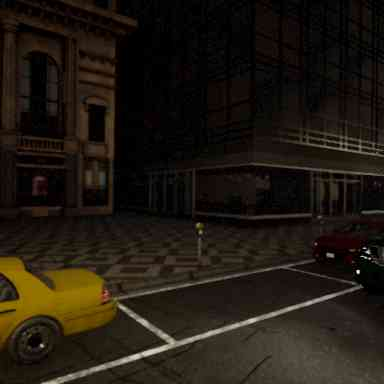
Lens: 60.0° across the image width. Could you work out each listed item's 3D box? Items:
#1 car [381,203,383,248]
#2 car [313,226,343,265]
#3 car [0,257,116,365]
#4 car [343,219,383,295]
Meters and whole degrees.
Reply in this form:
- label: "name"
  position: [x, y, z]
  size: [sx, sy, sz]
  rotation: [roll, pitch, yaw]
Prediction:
- label: "car"
  position: [10.409, 1.382, 14.191]
  size: [5.009, 1.841, 2.192]
  rotation: [0, 0, -36]
- label: "car"
  position: [5.830, 1.591, 10.923]
  size: [4.507, 1.381, 1.887]
  rotation: [0, 0, -36]
- label: "car"
  position: [-3.463, 1.525, 4.285]
  size: [4.829, 1.417, 1.752]
  rotation: [0, 0, -36]
- label: "car"
  position: [6.092, 1.263, 7.723]
  size: [5.566, 2.045, 2.150]
  rotation: [1, 0, -36]
